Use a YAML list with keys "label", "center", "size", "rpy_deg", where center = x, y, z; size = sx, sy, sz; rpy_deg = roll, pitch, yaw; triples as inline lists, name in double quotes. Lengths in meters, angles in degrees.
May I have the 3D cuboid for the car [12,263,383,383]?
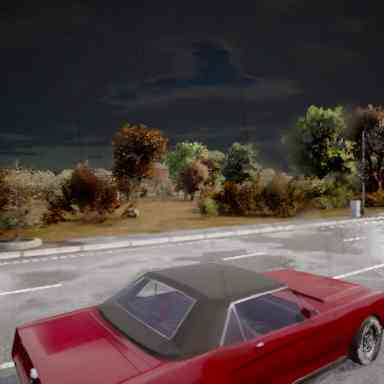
- label: "car"
  center: [0.535, 1.601, 4.133]
  size: [4.718, 1.301, 1.895]
  rpy_deg: [0, 0, -36]
